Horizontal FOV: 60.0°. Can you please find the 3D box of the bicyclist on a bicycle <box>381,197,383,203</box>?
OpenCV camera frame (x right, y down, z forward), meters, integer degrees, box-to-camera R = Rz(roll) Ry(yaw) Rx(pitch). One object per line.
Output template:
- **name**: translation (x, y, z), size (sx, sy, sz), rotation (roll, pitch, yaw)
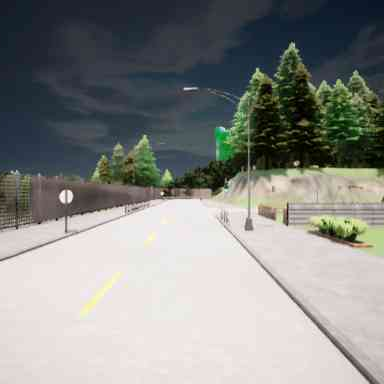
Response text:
- **bicyclist on a bicycle**: translation (19.794, 1.326, 34.171), size (0.582, 1.620, 1.656), rotation (0, 0, 0)
